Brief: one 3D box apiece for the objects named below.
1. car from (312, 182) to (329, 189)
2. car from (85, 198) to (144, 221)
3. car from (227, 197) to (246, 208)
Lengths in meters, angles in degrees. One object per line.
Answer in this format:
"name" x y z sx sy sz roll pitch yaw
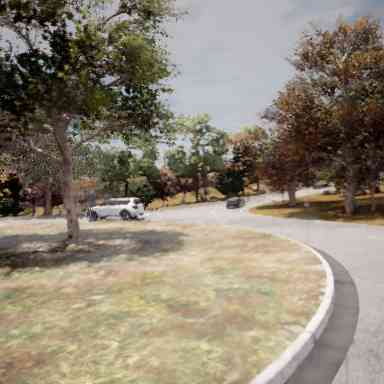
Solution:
"car" 29.249 -1.469 75.673 4.902 1.511 2.128 -7 3 -37
"car" -7.371 1.636 31.650 5.566 2.045 2.150 -2 -1 13
"car" 6.389 1.466 47.659 1.837 1.490 4.892 -3 1 23
